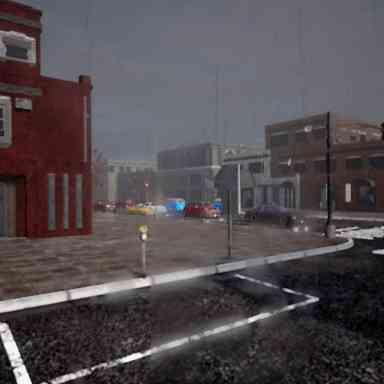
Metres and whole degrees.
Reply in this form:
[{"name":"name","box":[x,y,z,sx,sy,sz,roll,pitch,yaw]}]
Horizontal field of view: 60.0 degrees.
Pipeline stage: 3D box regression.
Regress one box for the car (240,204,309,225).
[{"name":"car","box":[6.532,1.807,26.602,2.033,1.411,5.357,-1,0,-36]}]

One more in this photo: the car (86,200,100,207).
[{"name":"car","box":[-22.684,2.611,76.272,1.802,1.307,4.206,-2,0,-36]}]

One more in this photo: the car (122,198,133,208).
[{"name":"car","box":[-12.659,2.101,62.574,2.192,1.841,5.009,-2,0,-36]}]

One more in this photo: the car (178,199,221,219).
[{"name":"car","box":[0.937,1.747,34.237,2.097,1.767,4.553,-1,0,-36]}]

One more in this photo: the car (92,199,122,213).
[{"name":"car","box":[-12.729,2.012,48.545,2.192,1.841,5.009,-2,0,-36]}]

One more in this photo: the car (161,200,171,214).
[{"name":"car","box":[-4.980,2.063,42.333,1.812,1.442,4.674,-1,0,-36]}]

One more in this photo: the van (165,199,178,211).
[{"name":"van","box":[-2.626,1.884,48.876,1.690,1.788,3.998,-2,0,-36]}]

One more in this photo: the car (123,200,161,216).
[{"name":"car","box":[-5.935,2.059,39.277,1.752,1.417,4.829,-2,0,-36]}]

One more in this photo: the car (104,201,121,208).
[{"name":"car","box":[-15.995,2.449,67.140,1.802,1.307,4.206,-2,0,-36]}]
